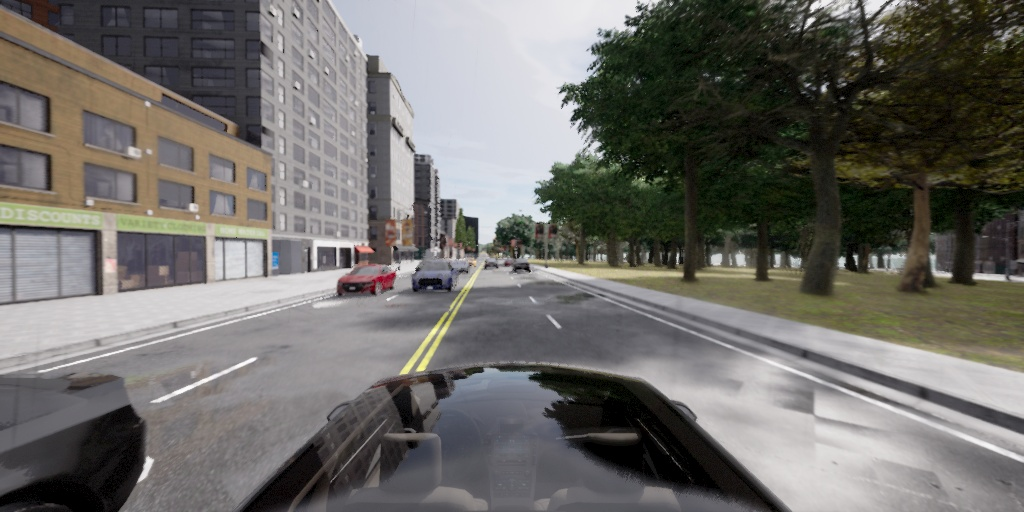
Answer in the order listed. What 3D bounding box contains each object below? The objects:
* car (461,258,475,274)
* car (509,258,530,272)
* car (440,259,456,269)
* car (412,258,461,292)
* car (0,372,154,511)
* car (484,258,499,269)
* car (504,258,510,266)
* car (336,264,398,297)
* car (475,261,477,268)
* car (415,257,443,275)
[{"bbox_3d":[-5.444,1.170,38.651,2.033,1.411,5.357,0,0,-3],"label":"car"},{"bbox_3d":[1.031,1.081,41.564,1.837,1.490,4.892,0,0,-4],"label":"car"},{"bbox_3d":[-9.646,1.181,54.345,1.994,1.385,4.181,0,0,-4],"label":"car"},{"bbox_3d":[-4.355,1.049,20.724,2.097,1.767,4.553,0,0,-3],"label":"car"},{"bbox_3d":[-3.449,1.267,0.404,2.128,1.511,4.902,0,0,0],"label":"car"},{"bbox_3d":[-2.869,1.082,50.175,1.812,1.442,4.674,0,0,-4],"label":"car"},{"bbox_3d":[-0.332,1.046,62.691,1.994,1.385,4.181,0,0,-3],"label":"car"},{"bbox_3d":[-7.507,1.199,18.992,1.882,1.535,5.008,0,0,-4],"label":"car"},{"bbox_3d":[-6.402,1.068,54.549,1.882,1.535,5.008,0,0,-4],"label":"car"},{"bbox_3d":[-8.678,0.993,38.005,2.097,1.767,4.553,0,0,-3],"label":"car"}]
